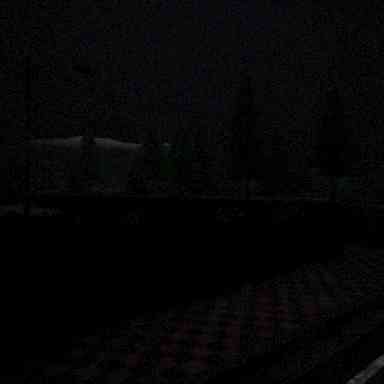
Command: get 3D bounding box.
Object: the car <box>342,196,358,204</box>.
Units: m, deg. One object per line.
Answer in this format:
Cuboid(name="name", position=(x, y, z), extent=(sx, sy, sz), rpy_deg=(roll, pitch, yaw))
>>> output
Cuboid(name="car", position=(33.250, 1.528, 70.260), extent=(2.097, 1.767, 4.553), rpy_deg=(0, 0, 8))
